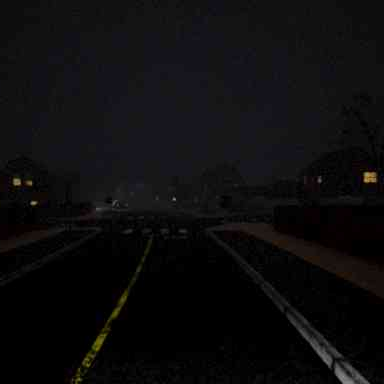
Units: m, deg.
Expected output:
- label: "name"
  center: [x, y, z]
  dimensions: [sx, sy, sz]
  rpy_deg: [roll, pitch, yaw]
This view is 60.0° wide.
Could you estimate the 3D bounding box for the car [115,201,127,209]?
- label: "car"
  center: [-14.287, 2.533, 67.010]
  dimensions: [2.097, 1.767, 4.553]
  rpy_deg: [0, -1, -19]
